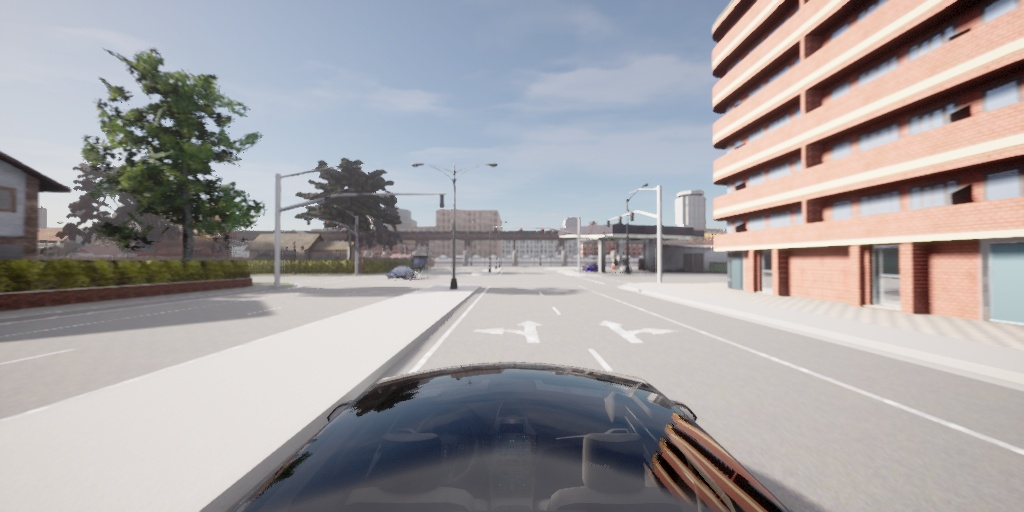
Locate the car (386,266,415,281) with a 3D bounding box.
[{"bbox_3d":[-11.499,1.781,37.454,1.812,1.442,4.674,0,-1,0],"label":"car"}]
